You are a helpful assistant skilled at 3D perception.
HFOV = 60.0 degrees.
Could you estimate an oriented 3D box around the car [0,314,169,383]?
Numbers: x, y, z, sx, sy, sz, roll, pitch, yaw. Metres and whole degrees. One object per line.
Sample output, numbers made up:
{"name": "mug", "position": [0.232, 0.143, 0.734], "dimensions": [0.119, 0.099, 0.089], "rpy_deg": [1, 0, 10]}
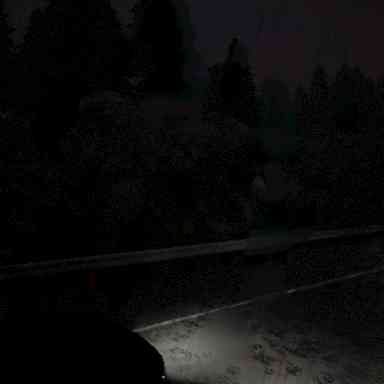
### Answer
{"name": "car", "position": [-2.413, 1.501, 1.982], "dimensions": [4.892, 1.490, 1.837], "rpy_deg": [0, 0, -36]}
